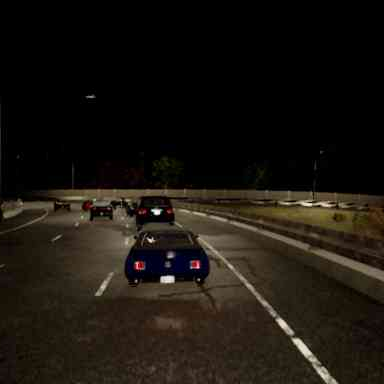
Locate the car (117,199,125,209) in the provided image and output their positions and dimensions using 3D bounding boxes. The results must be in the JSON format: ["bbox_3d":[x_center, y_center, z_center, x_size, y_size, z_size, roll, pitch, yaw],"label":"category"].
[{"bbox_3d":[-9.900,1.627,44.614,2.128,1.511,4.902,0,0,-24],"label":"car"}]

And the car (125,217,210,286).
[{"bbox_3d":[-0.730,1.629,9.476,1.895,1.301,4.718,0,0,-5],"label":"car"}]

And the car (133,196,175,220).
[{"bbox_3d":[-2.422,1.279,20.928,2.150,2.045,5.566,0,-1,-11],"label":"car"}]

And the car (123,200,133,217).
[{"bbox_3d":[-5.299,1.660,32.451,1.994,1.385,4.181,0,0,-16],"label":"car"}]

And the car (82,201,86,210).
[{"bbox_3d":[-13.218,1.699,43.478,1.994,1.385,4.181,0,0,-24],"label":"car"}]

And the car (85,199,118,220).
[{"bbox_3d":[-7.965,1.581,29.204,2.128,1.511,4.902,0,0,-16],"label":"car"}]

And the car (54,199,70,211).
[{"bbox_3d":[-16.890,1.628,43.129,2.128,1.511,4.902,0,0,-24],"label":"car"}]
